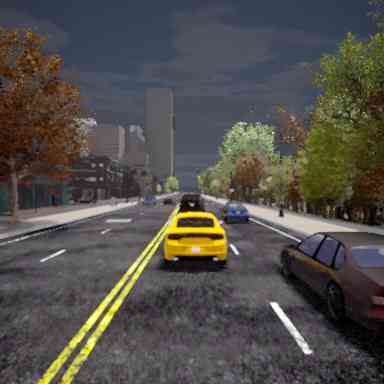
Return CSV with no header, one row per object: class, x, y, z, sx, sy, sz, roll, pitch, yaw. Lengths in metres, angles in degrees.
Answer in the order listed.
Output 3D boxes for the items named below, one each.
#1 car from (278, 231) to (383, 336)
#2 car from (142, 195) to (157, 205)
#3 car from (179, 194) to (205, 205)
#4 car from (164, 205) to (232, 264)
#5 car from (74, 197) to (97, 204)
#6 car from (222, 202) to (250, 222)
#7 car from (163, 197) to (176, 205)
car,3.343,1.541,7.035,2.033,1.411,5.357,0,0,0
car,-6.998,1.273,55.584,2.097,1.767,4.553,0,0,-1
car,-0.024,1.180,30.105,2.150,2.045,5.566,0,0,-1
car,0.114,1.461,11.824,1.882,1.535,5.008,0,0,0
car,-20.574,1.720,64.362,4.313,1.339,1.947,-1,1,-1
car,3.275,1.513,26.293,2.033,1.411,5.357,0,0,-1
car,-3.744,1.489,55.348,1.994,1.385,4.181,0,0,0
